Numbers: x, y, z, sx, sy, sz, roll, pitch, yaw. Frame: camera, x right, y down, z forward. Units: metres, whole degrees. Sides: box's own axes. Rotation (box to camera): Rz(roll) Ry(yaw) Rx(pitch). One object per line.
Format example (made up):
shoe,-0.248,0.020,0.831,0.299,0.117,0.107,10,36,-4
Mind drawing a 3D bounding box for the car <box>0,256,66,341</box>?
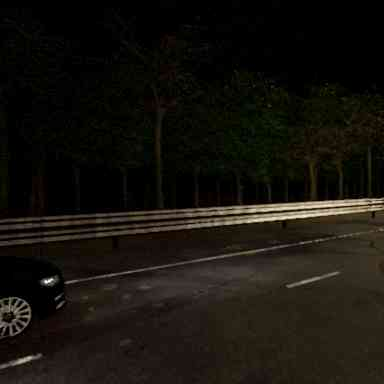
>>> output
car,-4.468,1.506,4.857,4.902,1.511,2.128,-1,1,-36
